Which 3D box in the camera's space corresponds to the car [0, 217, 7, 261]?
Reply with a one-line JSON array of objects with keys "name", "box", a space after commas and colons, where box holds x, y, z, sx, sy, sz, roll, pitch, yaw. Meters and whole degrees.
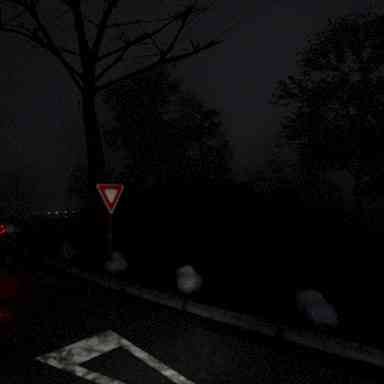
[{"name": "car", "box": [-8.470, 1.444, 12.307, 2.150, 2.045, 5.566, 0, -1, -40]}]

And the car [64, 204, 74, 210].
[{"name": "car", "box": [-26.758, 3.406, 72.748, 1.837, 1.490, 4.892, -1, -1, -18]}]

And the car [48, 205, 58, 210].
[{"name": "car", "box": [-29.844, 3.465, 71.731, 1.812, 1.442, 4.674, -1, -1, -18]}]
